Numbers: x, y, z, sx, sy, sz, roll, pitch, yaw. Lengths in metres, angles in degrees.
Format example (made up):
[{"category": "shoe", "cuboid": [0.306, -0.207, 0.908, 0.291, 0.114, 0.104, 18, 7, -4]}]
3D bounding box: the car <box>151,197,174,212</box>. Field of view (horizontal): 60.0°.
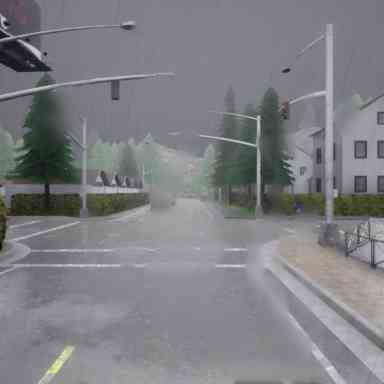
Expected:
[{"category": "car", "cuboid": [-3.591, 1.547, 38.460, 2.033, 1.411, 5.357, 0, 0, 0]}]
